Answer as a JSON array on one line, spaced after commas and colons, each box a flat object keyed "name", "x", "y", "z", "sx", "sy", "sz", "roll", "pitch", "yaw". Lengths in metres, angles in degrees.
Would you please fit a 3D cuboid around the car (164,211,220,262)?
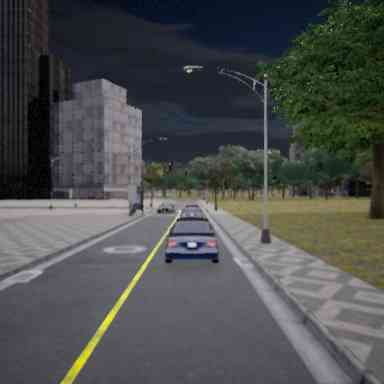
[{"name": "car", "x": 0.011, "y": 1.657, "z": 12.522, "sx": 2.033, "sy": 1.411, "sz": 5.357, "roll": 0, "pitch": 0, "yaw": 0}]

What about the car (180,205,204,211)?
[{"name": "car", "x": 0.011, "y": 1.784, "z": 27.536, "sx": 2.033, "sy": 1.411, "sz": 5.357, "roll": 0, "pitch": 0, "yaw": 1}]

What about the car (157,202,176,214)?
[{"name": "car", "x": -3.014, "y": 1.895, "z": 39.606, "sx": 1.994, "sy": 1.385, "sz": 4.181, "roll": 0, "pitch": -1, "yaw": 1}]
